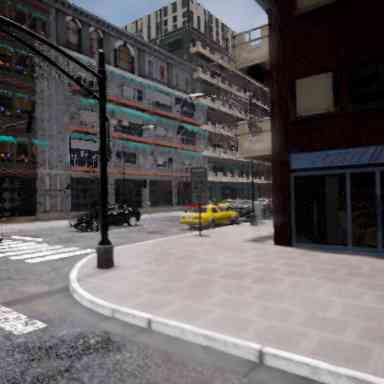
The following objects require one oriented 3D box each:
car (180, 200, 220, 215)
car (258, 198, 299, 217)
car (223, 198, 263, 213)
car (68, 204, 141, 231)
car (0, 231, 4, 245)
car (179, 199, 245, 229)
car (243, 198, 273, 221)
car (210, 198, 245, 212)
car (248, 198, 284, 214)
[{"bbox_3d":[0.921,1.544,34.170,1.887,1.381,4.507,-1,0,36],"label":"car"},{"bbox_3d":[7.668,1.311,29.204,1.887,1.381,4.507,-1,0,36],"label":"car"},{"bbox_3d":[5.609,1.435,36.182,2.033,1.411,5.357,-2,-1,36],"label":"car"},{"bbox_3d":[-5.431,1.561,21.165,1.837,1.490,4.892,-2,-1,38],"label":"car"},{"bbox_3d":[-9.029,1.665,11.059,1.895,1.301,4.718,-2,-1,36],"label":"car"},{"bbox_3d":[1.191,1.390,20.402,1.752,1.417,4.829,-1,0,36],"label":"car"},{"bbox_3d":[4.312,1.368,24.644,2.008,1.369,4.403,-1,0,36],"label":"car"},{"bbox_3d":[4.175,1.476,38.594,1.752,1.417,4.829,-1,0,36],"label":"car"},{"bbox_3d":[7.568,1.340,33.622,1.812,1.442,4.674,-2,-1,36],"label":"car"}]
